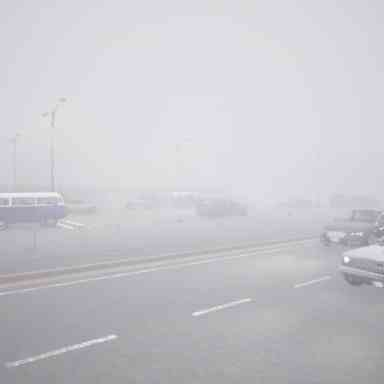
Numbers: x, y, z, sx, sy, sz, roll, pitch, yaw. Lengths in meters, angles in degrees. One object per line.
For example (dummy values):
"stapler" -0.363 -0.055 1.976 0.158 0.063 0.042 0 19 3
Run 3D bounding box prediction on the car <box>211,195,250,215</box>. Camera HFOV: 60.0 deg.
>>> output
"car" 4.406 1.395 36.086 3.806 1.475 1.970 0 0 -36

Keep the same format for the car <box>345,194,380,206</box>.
"car" 21.743 1.153 41.916 4.605 1.855 1.932 0 0 -36

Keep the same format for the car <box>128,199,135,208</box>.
"car" -7.365 1.364 52.000 3.905 1.438 1.784 0 0 -36

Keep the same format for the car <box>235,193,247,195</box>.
"car" 8.390 1.156 60.048 3.866 1.878 1.905 0 0 -36

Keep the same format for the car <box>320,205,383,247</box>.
"car" 7.252 1.490 13.745 4.902 1.511 2.128 0 0 -36

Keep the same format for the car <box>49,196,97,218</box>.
"car" -11.171 1.395 31.763 3.806 1.475 1.970 0 0 -36

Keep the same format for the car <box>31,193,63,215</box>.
"car" -14.522 1.153 36.223 4.605 1.855 1.932 0 0 -36

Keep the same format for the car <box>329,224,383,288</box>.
"car" 5.637 1.601 8.206 4.718 1.301 1.895 0 0 -37

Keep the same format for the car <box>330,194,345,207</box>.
"car" 20.069 1.156 44.278 3.866 1.878 1.905 0 0 -36

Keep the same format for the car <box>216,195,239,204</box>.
"car" 6.680 1.395 62.384 3.806 1.475 1.970 0 0 -36

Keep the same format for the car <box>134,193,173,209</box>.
"car" -5.697 1.153 49.631 4.605 1.855 1.932 0 0 -36

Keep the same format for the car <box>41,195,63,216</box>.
"car" -12.889 1.364 34.093 3.905 1.438 1.784 0 0 -36
